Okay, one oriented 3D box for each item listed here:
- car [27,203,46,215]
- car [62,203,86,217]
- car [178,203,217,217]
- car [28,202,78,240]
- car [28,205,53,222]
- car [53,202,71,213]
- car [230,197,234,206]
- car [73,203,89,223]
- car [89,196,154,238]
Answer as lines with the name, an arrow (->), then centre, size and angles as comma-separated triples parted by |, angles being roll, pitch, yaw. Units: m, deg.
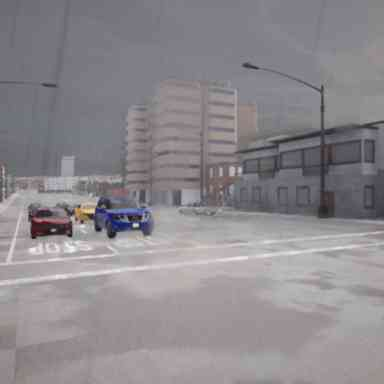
car -> -20.129, 2.108, 42.946 | 2.033, 1.411, 5.357 | 0, -1, -26
car -> -12.853, 1.931, 36.151 | 1.994, 1.385, 4.181 | 0, -1, -26
car -> 0.410, 1.763, 33.325 | 1.895, 1.301, 4.718 | 0, -1, -31
car -> -7.536, 1.533, 17.675 | 1.882, 1.535, 5.008 | 0, 0, -27
car -> -13.797, 1.880, 30.196 | 1.895, 1.301, 4.718 | 0, -1, -27
car -> -19.005, 2.161, 48.614 | 2.033, 1.411, 5.357 | 0, -1, -26
car -> 7.742, 1.559, 53.245 | 1.970, 1.475, 3.806 | 0, -1, -26
car -> -8.372, 1.646, 27.165 | 1.882, 1.535, 5.008 | 0, -1, -26
car -> -3.903, 1.254, 18.233 | 2.150, 2.045, 5.566 | 0, -1, -27
